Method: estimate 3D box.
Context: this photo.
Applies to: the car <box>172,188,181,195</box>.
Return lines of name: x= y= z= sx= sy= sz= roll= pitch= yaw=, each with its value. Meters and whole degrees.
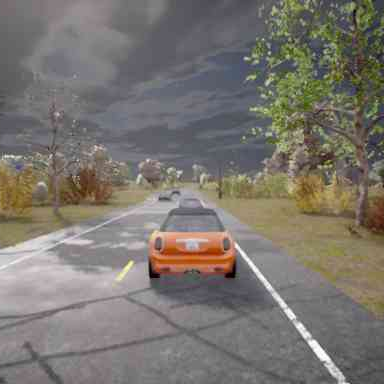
car: x=-4.111 y=-0.219 z=87.705 sx=2.097 sy=1.767 sz=4.553 roll=0 pitch=1 yaw=0

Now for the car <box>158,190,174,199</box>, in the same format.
car: x=-4.175 y=0.740 z=51.492 sx=1.994 sy=1.385 sz=4.181 roll=0 pitch=1 yaw=-3

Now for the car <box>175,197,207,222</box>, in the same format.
car: x=-0.071 y=1.177 z=23.693 sx=2.033 sy=1.411 sz=5.357 roll=0 pitch=1 yaw=0

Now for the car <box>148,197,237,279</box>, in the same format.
car: x=0.017 y=1.201 z=9.656 sx=2.097 sy=1.767 sz=4.553 roll=0 pitch=1 yaw=0

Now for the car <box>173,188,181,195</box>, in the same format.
car: x=-3.942 y=-0.005 z=80.342 sx=1.837 sy=1.490 sz=4.892 roll=0 pitch=1 yaw=-2
